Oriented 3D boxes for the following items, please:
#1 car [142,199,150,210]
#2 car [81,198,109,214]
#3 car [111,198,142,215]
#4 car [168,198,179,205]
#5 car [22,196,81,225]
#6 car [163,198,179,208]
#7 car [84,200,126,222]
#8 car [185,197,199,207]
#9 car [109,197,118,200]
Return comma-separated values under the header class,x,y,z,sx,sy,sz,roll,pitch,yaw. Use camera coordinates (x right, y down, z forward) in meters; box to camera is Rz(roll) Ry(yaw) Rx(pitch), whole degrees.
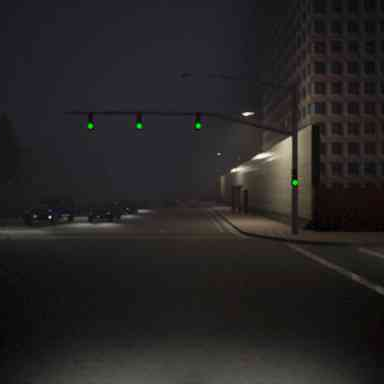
class,x,y,z,sx,sy,sz,roll,pitch,yaw
car,-7.045,1.727,46.391,1.994,1.385,4.181,0,0,0
car,-10.587,1.595,34.983,1.882,1.535,5.008,0,0,0
car,-7.082,1.626,36.345,1.837,1.490,4.892,0,0,0
car,-3.503,1.840,64.985,1.895,1.301,4.718,0,0,0
car,-10.593,1.298,25.213,2.150,2.045,5.566,0,0,0
car,-3.392,1.711,52.220,1.812,1.442,4.674,0,0,0
car,-7.087,1.609,27.451,1.812,1.442,4.674,0,0,0
car,0.004,1.547,54.994,2.097,1.767,4.553,0,0,0
car,-10.552,1.511,44.764,2.097,1.767,4.553,0,0,1
